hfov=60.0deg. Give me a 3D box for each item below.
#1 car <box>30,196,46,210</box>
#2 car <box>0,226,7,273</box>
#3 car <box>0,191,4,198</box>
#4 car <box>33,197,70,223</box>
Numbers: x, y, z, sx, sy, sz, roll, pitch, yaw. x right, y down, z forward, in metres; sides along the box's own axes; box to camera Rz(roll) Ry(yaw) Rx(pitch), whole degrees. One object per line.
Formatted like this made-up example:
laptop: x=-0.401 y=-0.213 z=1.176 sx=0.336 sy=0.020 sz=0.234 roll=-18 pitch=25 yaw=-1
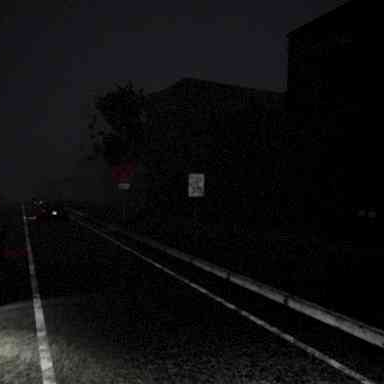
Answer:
car: x=-16.872 y=1.152 z=37.017 sx=2.033 sy=1.411 sz=5.357 roll=-1 pitch=1 yaw=-27
car: x=-5.731 y=1.400 z=8.195 sx=1.882 sy=1.535 sz=5.008 roll=-1 pitch=1 yaw=-28
car: x=-49.720 y=0.654 z=81.112 sx=5.566 sy=2.045 sz=2.435 roll=-1 pitch=0 yaw=-27
car: x=-9.808 y=1.312 z=23.327 sx=1.994 sy=1.385 sz=4.181 roll=-1 pitch=1 yaw=-27
